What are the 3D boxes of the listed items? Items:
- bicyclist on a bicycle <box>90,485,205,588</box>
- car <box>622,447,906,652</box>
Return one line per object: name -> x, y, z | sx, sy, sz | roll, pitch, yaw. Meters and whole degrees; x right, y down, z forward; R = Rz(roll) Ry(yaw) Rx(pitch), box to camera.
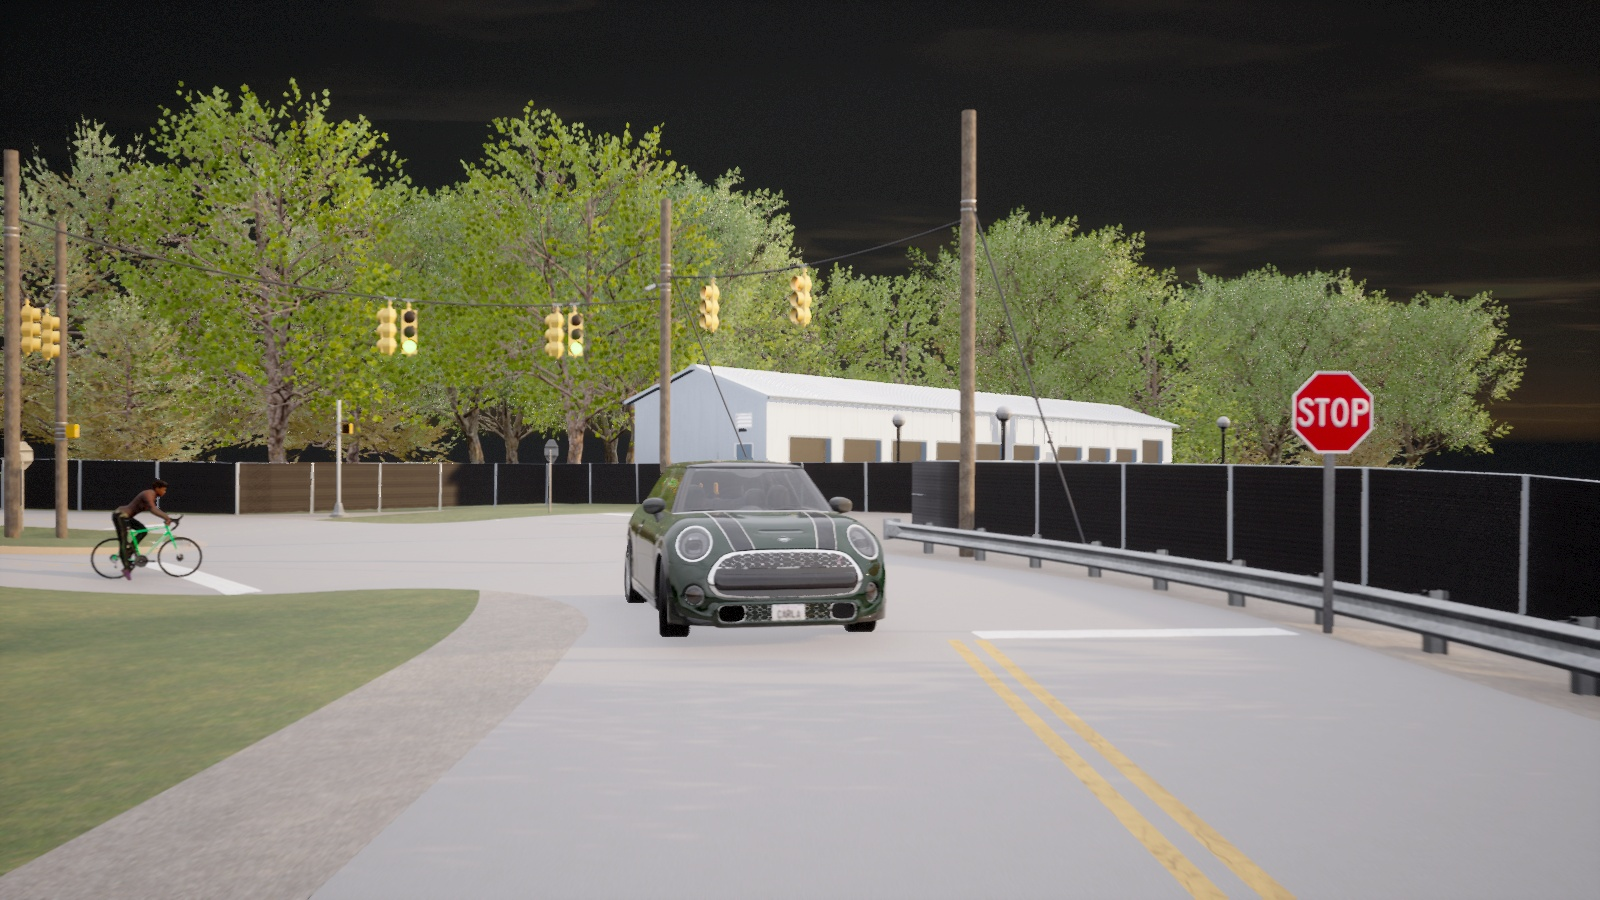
bicyclist on a bicycle -> -10.765, 1.405, 20.763 | 1.656, 1.620, 0.582 | 1, 1, -26
car -> -0.605, 0.892, 13.270 | 2.097, 1.767, 4.553 | 0, -1, -14
